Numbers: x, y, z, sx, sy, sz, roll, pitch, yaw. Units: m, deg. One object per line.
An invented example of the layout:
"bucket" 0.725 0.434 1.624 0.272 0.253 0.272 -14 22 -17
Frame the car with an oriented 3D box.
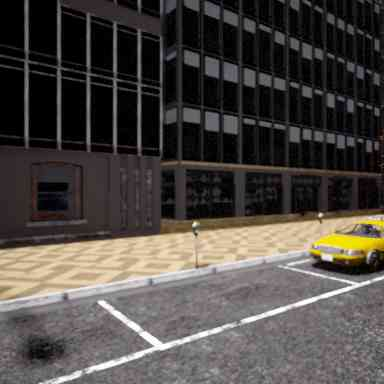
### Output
"car" 5.714 1.489 10.620 4.829 1.417 1.752 0 0 -35
